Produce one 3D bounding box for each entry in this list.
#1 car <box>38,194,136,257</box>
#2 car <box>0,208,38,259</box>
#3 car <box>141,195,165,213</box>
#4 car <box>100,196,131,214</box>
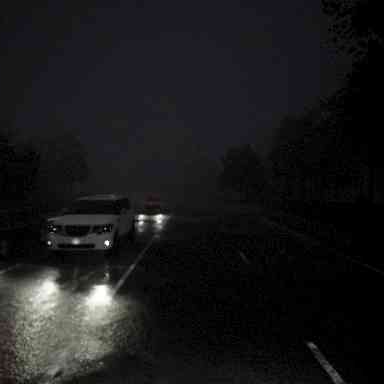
[{"bbox_3d":[-3.603,1.143,13.037,2.150,2.045,5.566,0,1,0],"label":"car"},{"bbox_3d":[-7.104,1.434,12.491,1.837,1.490,4.892,0,1,0],"label":"car"},{"bbox_3d":[-3.597,1.091,31.392,1.882,1.535,5.008,0,1,-1],"label":"car"},{"bbox_3d":[-7.093,1.176,31.307,1.994,1.385,4.181,0,1,-1],"label":"car"}]
